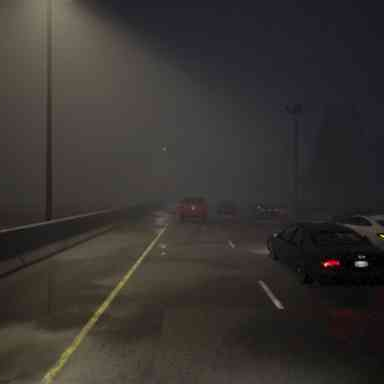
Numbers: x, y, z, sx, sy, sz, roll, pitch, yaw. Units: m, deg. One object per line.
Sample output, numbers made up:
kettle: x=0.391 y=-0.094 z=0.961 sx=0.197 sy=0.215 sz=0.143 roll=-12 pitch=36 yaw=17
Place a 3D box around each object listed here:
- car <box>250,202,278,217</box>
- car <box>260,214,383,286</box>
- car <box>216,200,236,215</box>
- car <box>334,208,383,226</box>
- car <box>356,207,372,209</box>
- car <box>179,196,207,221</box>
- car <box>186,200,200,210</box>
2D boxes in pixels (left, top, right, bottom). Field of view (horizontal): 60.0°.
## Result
car: x=7.096 y=1.698 z=33.002 sx=2.033 sy=1.411 sz=5.357 roll=0 pitch=0 yaw=0
car: x=3.598 y=1.592 z=9.578 sx=2.033 sy=1.411 sz=5.357 roll=0 pitch=0 yaw=0
car: x=3.597 y=1.641 z=35.795 sx=1.882 sy=1.535 sz=5.008 roll=0 pitch=0 yaw=0
car: x=7.100 y=1.586 z=13.113 sx=1.812 sy=1.442 sz=4.674 roll=0 pitch=0 yaw=0
car: x=10.598 y=1.660 z=21.103 sx=1.994 sy=1.385 sz=4.181 roll=0 pitch=0 yaw=0
car: x=0.099 y=1.351 z=28.260 sx=2.150 sy=2.045 sz=5.566 roll=0 pitch=0 yaw=0
car: x=0.097 y=1.822 z=48.584 sx=1.895 sy=1.301 sz=4.718 roll=0 pitch=0 yaw=0
